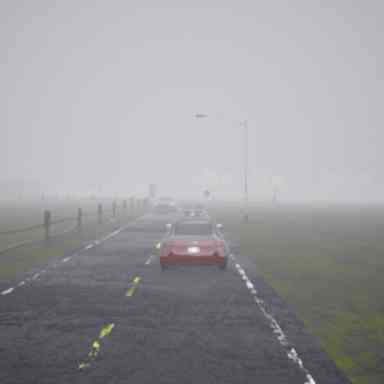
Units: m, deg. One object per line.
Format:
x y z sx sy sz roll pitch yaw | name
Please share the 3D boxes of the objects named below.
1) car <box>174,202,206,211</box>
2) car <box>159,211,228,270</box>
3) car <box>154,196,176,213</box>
0.044 1.464 23.995 2.033 1.411 5.357 0 0 1 | car
0.060 1.525 10.933 1.994 1.385 4.181 0 0 1 | car
-2.812 1.224 35.445 2.097 1.767 4.553 0 0 0 | car
